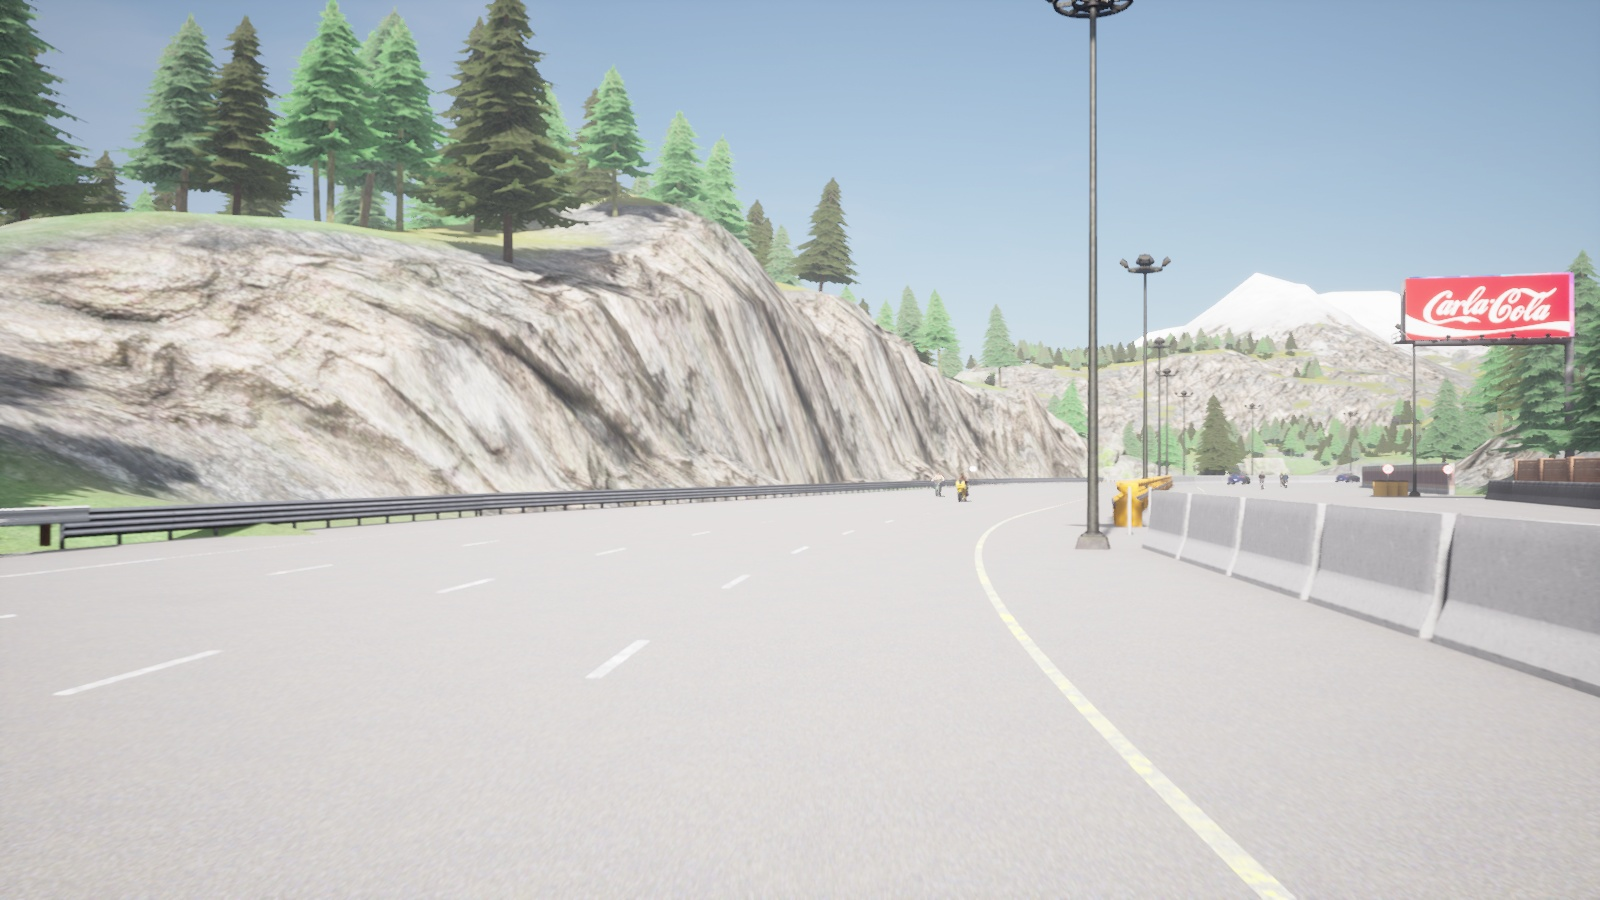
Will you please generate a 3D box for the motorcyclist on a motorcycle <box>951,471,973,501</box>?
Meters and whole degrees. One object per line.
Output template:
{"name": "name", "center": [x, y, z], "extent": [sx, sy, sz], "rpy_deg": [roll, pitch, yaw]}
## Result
{"name": "motorcyclist on a motorcycle", "center": [8.279, 1.838, 64.080], "extent": [0.797, 1.523, 2.044], "rpy_deg": [-1, -1, 17]}
